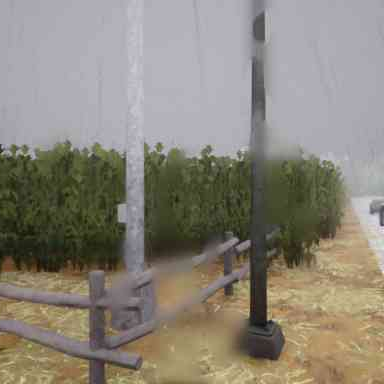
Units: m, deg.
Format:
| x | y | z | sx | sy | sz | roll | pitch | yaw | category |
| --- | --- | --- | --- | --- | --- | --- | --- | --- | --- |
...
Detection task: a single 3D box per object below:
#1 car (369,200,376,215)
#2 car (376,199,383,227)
| x | y | z | sx | sy | sz | roll | pitch | yaw | category |
| --- | --- | --- | --- | --- | --- | --- | --- | --- | --- |
| 19.061 | 1.508 | 33.594 | 1.837 | 1.490 | 4.892 | 0 | -1 | 25 | car |
| 12.590 | 1.223 | 19.815 | 2.150 | 2.045 | 5.566 | 0 | 0 | 25 | car |
